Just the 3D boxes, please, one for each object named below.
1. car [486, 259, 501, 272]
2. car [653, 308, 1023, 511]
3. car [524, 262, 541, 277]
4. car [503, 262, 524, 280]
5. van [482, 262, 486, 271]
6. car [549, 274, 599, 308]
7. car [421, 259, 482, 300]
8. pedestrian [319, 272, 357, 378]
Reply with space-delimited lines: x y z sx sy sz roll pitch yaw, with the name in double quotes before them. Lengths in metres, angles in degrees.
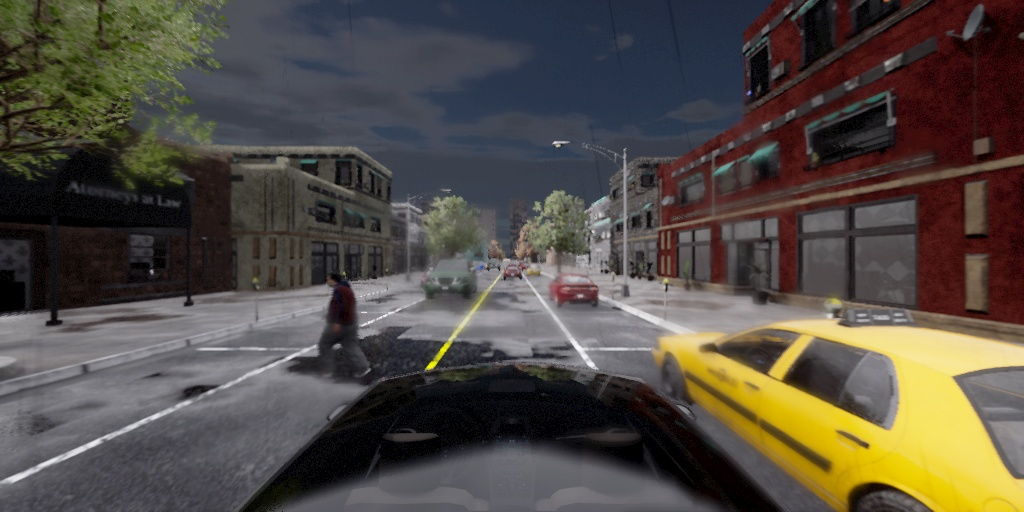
"car" -3.045 1.454 61.196 2.150 2.045 5.566 0 -1 0
"car" 3.000 1.223 3.236 1.801 1.575 5.366 0 -1 0
"car" 2.663 1.753 44.065 1.751 1.417 4.829 0 0 0
"car" 0.066 1.679 37.295 1.812 1.442 4.674 0 -1 0
"van" -5.731 1.756 60.519 1.690 1.789 3.998 0 0 0
"car" 2.684 1.459 16.177 1.888 1.381 4.507 0 0 0
"car" -3.113 1.173 19.512 2.150 2.045 5.566 0 -1 0
"pedestrian" -2.865 1.092 5.912 0.375 1.860 0.375 -1 0 -3
